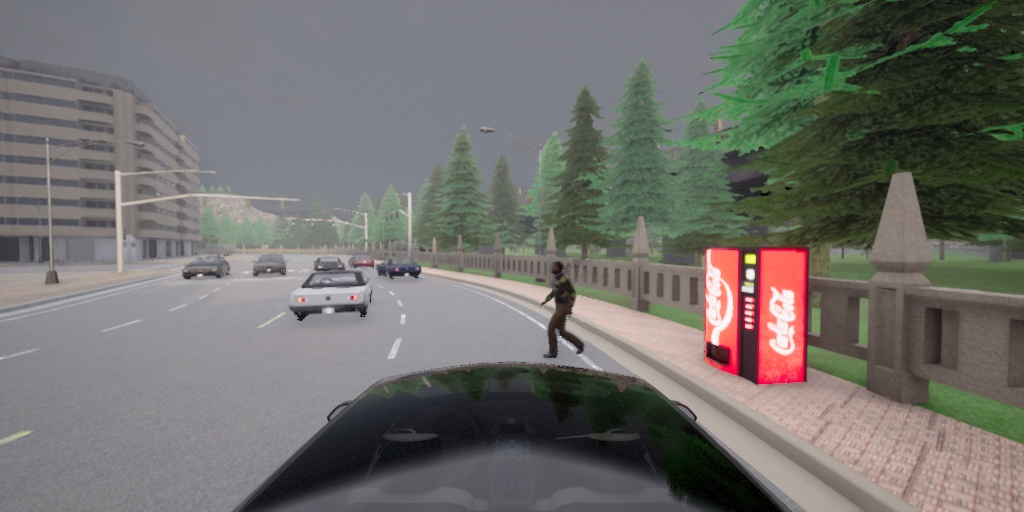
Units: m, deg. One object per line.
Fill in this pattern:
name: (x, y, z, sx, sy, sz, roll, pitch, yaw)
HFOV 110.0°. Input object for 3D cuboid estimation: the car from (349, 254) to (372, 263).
car: (-15.075, 0.473, 35.898, 1.994, 1.385, 4.181, -1, 2, -31)

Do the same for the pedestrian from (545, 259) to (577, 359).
pedestrian: (0.888, 0.921, 6.547, 0.375, 1.860, 0.375, 0, 1, -10)

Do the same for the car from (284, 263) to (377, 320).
car: (-5.585, 1.108, 11.609, 1.895, 1.301, 4.718, -1, 2, -19)

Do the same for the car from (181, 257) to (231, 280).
car: (-20.457, 0.753, 24.246, 2.033, 1.411, 5.357, -1, 2, -30)

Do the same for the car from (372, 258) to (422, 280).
car: (-7.656, 0.803, 23.863, 1.895, 1.301, 4.718, -1, 2, -33)

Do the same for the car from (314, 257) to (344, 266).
car: (-13.933, 0.727, 27.169, 1.895, 1.301, 4.718, -1, 2, -31)

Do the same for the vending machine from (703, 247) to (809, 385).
vending machine: (3.650, 0.847, 5.492, 1.100, 2.100, 0.880, 0, 0, -7)

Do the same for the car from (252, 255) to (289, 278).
car: (-17.330, 0.670, 25.827, 1.837, 1.490, 4.892, -1, 1, -30)
